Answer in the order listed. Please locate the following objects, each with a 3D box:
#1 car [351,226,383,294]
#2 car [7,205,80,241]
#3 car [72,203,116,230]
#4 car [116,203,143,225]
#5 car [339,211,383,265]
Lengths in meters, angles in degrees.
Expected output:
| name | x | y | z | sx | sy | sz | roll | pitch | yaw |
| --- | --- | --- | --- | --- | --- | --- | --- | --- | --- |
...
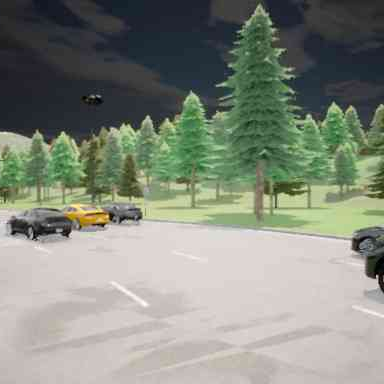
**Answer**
| name | x | y | z | sx | sy | sz | roll | pitch | yaw |
| --- | --- | --- | --- | --- | --- | --- | --- | --- | --- |
| car | 5.751 | 1.201 | 5.412 | 2.150 | 2.045 | 5.566 | 0 | 0 | -24 |
| car | -8.045 | 1.582 | 17.412 | 4.892 | 1.490 | 1.837 | 0 | 0 | 44 |
| car | -7.488 | 1.561 | 21.839 | 5.008 | 1.535 | 1.882 | 0 | 0 | 40 |
| car | -5.770 | 1.573 | 24.949 | 4.902 | 1.511 | 2.128 | 0 | 0 | 40 |
| car | 7.252 | 1.473 | 9.981 | 2.128 | 1.511 | 4.902 | 0 | 0 | -28 |
